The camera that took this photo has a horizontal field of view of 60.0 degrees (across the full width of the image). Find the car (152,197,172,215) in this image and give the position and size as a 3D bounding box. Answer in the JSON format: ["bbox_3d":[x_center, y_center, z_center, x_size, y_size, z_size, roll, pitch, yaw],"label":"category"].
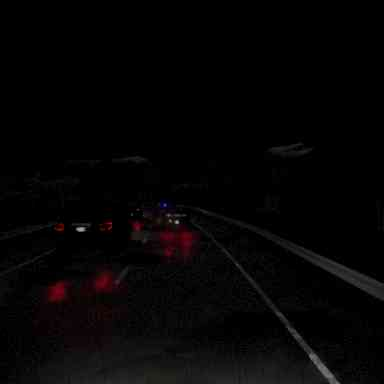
[{"bbox_3d":[-3.617,1.659,40.897,2.150,2.045,5.566,0,-1,-11],"label":"car"}]

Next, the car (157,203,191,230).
[{"bbox_3d":[-1.174,1.740,23.437,2.128,1.511,4.902,0,-1,-5],"label":"car"}]

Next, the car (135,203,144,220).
[{"bbox_3d":[-5.717,1.842,32.216,2.128,1.511,4.902,0,-1,-8],"label":"car"}]

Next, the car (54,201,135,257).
[{"bbox_3d":[-3.900,1.376,13.868,2.150,2.045,5.566,0,-1,-3],"label":"car"}]
